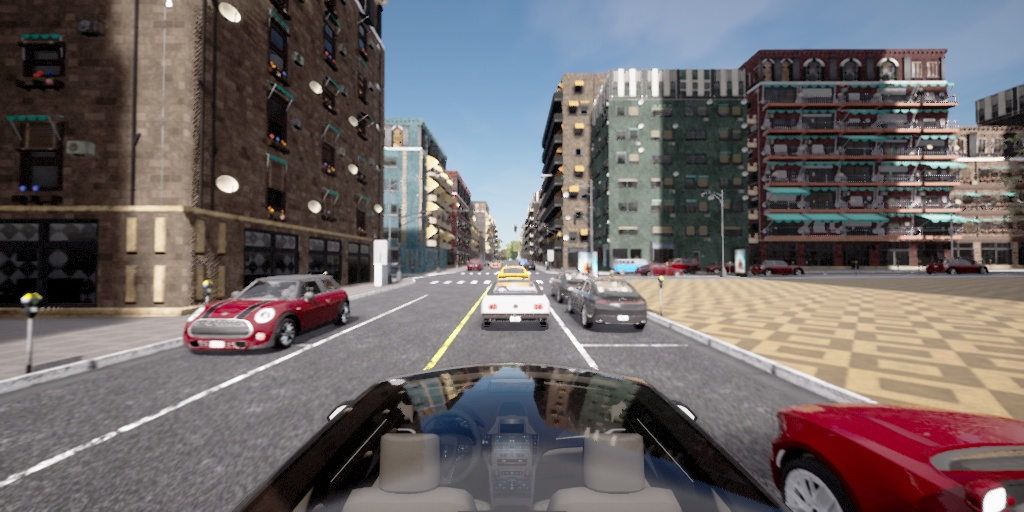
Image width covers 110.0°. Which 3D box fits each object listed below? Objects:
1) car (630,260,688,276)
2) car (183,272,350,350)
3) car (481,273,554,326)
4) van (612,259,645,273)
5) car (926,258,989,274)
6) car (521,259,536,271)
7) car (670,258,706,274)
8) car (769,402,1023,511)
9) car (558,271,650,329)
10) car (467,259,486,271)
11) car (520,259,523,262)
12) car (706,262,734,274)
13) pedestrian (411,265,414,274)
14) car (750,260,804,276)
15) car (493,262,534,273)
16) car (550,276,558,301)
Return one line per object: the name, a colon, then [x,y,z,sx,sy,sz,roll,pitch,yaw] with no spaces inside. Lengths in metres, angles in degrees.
car: [13.704,1.321,33.494,4.207,1.307,1.802,0,0,0]
car: [-5.820,1.228,9.059,1.967,1.591,4.097,0,0,0]
car: [0.097,1.404,11.813,1.895,1.301,4.718,0,0,0]
van: [13.765,1.246,41.874,3.998,1.789,1.690,0,0,0]
car: [41.341,0.970,33.300,4.097,1.591,1.967,0,0,0]
car: [2.685,1.600,55.058,1.948,1.339,4.313,0,0,0]
car: [19.293,1.178,41.835,5.009,1.841,2.192,0,0,0]
car: [2.775,1.291,0.866,1.888,1.381,4.507,0,0,0]
car: [2.820,1.351,11.296,2.007,1.370,4.403,0,0,0]
car: [-5.696,1.349,55.097,2.192,1.841,5.009,0,0,0]
car: [2.684,1.646,60.629,1.802,1.307,4.207,0,0,0]
car: [24.821,1.365,41.796,4.507,1.381,1.888,0,0,0]
pedestrian: [-12.534,1.313,45.026,0.375,1.860,0.375,0,-1,0]
car: [24.759,1.094,33.417,4.097,1.591,1.967,0,0,0]
car: [0.090,1.331,21.342,1.882,1.535,5.008,0,0,0]
car: [2.819,1.380,16.866,2.007,1.370,4.403,0,0,0]
